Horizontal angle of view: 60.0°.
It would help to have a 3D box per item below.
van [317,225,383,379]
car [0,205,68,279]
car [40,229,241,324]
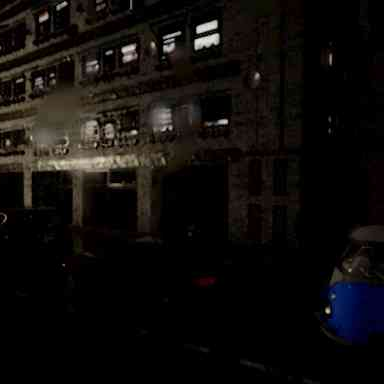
[{"bbox_3d":[3.693,1.346,3.848,3.998,1.788,1.690,0,1,33],"label":"van"},{"bbox_3d":[-5.777,1.335,10.066,5.009,1.841,2.192,0,1,33],"label":"car"},{"bbox_3d":[-1.040,1.594,6.959,4.206,1.307,1.802,0,1,33],"label":"car"}]
